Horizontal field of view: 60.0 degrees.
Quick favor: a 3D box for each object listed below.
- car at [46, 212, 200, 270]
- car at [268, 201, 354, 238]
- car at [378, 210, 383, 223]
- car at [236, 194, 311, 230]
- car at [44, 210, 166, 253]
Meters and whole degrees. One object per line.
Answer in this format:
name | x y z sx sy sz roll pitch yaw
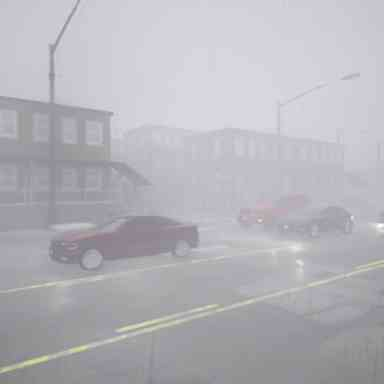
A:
car | -2.052 1.454 11.110 5.008 1.535 1.882 0 0 -36
car | 6.426 1.425 17.154 4.892 1.490 1.837 0 0 -35
car | 14.722 1.428 23.024 4.181 1.385 1.994 -1 0 -35
car | 5.292 1.136 20.634 5.566 2.045 2.150 0 0 -35
car | -3.627 1.573 14.287 4.718 1.301 1.895 0 0 -35
